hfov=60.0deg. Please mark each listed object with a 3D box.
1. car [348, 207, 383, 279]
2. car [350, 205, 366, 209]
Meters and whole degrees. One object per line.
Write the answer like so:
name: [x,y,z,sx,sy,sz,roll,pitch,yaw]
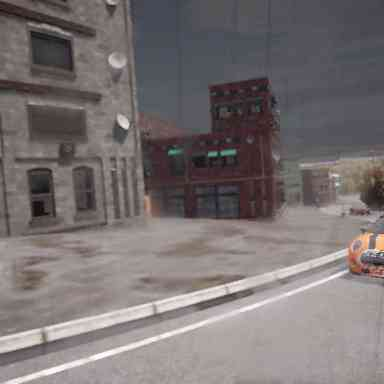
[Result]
car: [6.285,1.440,9.827,2.097,1.767,4.553,-2,-2,42]
car: [23.889,2.561,47.425,1.882,1.535,5.008,-4,-3,13]
